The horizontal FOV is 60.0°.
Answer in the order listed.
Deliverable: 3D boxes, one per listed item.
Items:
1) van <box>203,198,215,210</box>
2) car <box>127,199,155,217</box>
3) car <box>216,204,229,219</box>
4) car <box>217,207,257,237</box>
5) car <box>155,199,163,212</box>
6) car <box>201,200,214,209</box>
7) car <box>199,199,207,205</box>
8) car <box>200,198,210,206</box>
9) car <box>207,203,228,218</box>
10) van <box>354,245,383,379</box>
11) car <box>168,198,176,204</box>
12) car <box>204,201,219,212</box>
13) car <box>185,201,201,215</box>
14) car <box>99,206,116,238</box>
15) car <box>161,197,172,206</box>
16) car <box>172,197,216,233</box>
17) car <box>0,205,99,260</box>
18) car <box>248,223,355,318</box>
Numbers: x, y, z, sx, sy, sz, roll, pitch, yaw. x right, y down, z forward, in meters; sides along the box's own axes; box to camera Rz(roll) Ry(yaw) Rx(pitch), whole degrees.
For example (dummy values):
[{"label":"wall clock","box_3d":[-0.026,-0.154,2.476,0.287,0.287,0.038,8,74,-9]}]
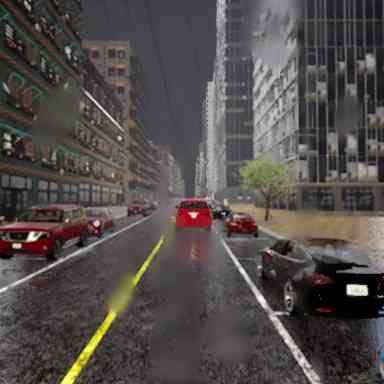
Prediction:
[{"label":"van","box_3d":[2.679,1.888,53.065,1.690,1.788,3.998,1,-1,0]},{"label":"car","box_3d":[-5.668,1.692,36.098,2.192,1.841,5.009,1,-1,0]},{"label":"car","box_3d":[2.673,1.884,30.272,1.947,1.339,4.313,1,-1,0]},{"label":"car","box_3d":[2.672,1.783,18.877,1.802,1.307,4.206,1,-1,0]},{"label":"car","box_3d":[-5.673,2.057,47.491,1.947,1.339,4.313,1,-1,0]},{"label":"car","box_3d":[2.674,2.170,58.760,1.947,1.339,4.313,1,-1,0]},{"label":"car","box_3d":[2.676,2.359,81.721,1.752,1.417,4.829,1,-1,0]},{"label":"car","box_3d":[2.677,2.158,70.157,1.967,1.590,4.097,1,-1,0]},{"label":"car","box_3d":[2.673,1.942,35.971,1.947,1.339,4.313,1,-1,0]},{"label":"van","box_3d":[2.719,1.362,1.788,1.690,1.788,3.998,1,-1,0]},{"label":"car","box_3d":[-5.669,2.387,93.072,1.967,1.590,4.097,1,-1,0]},{"label":"car","box_3d":[2.674,2.035,47.365,1.887,1.381,4.507,1,-1,0]},{"label":"car","box_3d":[0.102,1.935,41.448,1.837,1.490,4.892,0,-1,0]},{"label":"car","box_3d":[-5.672,1.642,19.003,1.967,1.590,4.097,1,-1,0]},{"label":"car","box_3d":[-5.667,2.034,70.284,2.192,1.841,5.009,1,-1,0]},{"label":"car","box_3d":[0.100,1.448,21.236,2.150,2.045,5.566,0,0,0]},{"label":"car","box_3d":[-5.669,1.458,13.305,2.192,1.841,5.009,1,-1,0]},{"label":"car","box_3d":[2.681,1.647,7.482,1.947,1.339,4.313,1,-1,0]}]
